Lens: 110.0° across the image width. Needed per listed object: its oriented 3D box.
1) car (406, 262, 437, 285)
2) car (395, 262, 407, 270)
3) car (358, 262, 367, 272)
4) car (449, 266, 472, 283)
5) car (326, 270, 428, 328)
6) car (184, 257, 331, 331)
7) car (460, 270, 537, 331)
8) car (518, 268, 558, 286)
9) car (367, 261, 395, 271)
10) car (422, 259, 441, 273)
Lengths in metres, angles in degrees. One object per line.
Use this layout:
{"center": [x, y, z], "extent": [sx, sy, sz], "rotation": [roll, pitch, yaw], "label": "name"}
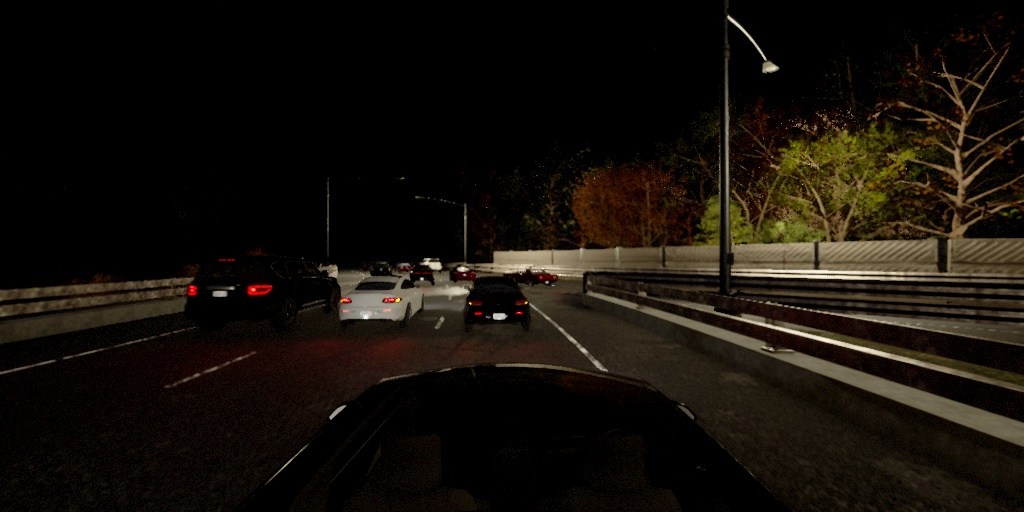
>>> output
{"center": [-7.303, 1.480, 28.937], "extent": [1.837, 1.490, 4.892], "rotation": [0, -1, -15], "label": "car"}
{"center": [-15.022, 1.695, 49.535], "extent": [2.033, 1.411, 5.357], "rotation": [0, -1, -27], "label": "car"}
{"center": [-22.852, 1.732, 56.352], "extent": [1.812, 1.442, 4.674], "rotation": [0, -1, -31], "label": "car"}
{"center": [-4.464, 1.561, 31.739], "extent": [1.994, 1.385, 4.181], "rotation": [0, -1, -15], "label": "car"}
{"center": [-4.048, 1.359, 11.651], "extent": [1.812, 1.442, 4.674], "rotation": [0, -1, -6], "label": "car"}
{"center": [-7.517, 1.054, 11.552], "extent": [2.150, 2.045, 5.566], "rotation": [0, -1, -6], "label": "car"}
{"center": [-0.534, 1.354, 11.283], "extent": [1.812, 1.442, 4.674], "rotation": [0, 0, -5], "label": "car"}
{"center": [1.189, 1.556, 26.787], "extent": [1.895, 1.301, 4.718], "rotation": [0, -1, -34], "label": "car"}
{"center": [-13.749, 1.402, 37.631], "extent": [2.097, 1.767, 4.553], "rotation": [0, 0, -20], "label": "car"}
{"center": [-11.519, 1.374, 50.140], "extent": [2.150, 2.045, 5.566], "rotation": [0, 0, -27], "label": "car"}
